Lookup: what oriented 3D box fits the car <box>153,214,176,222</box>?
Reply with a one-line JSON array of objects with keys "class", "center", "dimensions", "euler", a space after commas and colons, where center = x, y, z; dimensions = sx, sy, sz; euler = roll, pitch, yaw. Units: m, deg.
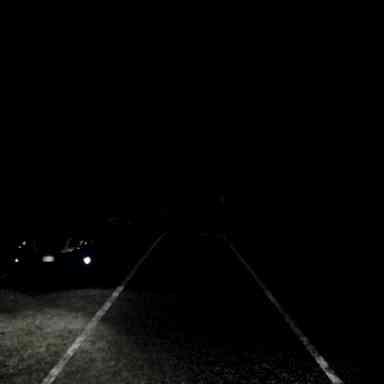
[{"class": "car", "center": [-6.641, 6.523, 81.422], "dimensions": [5.566, 2.045, 2.150], "euler": [2, -6, -13]}]

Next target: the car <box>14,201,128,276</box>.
[{"class": "car", "center": [-3.589, 1.344, 11.092], "dimensions": [2.150, 2.045, 5.566], "euler": [0, -1, 0]}]
